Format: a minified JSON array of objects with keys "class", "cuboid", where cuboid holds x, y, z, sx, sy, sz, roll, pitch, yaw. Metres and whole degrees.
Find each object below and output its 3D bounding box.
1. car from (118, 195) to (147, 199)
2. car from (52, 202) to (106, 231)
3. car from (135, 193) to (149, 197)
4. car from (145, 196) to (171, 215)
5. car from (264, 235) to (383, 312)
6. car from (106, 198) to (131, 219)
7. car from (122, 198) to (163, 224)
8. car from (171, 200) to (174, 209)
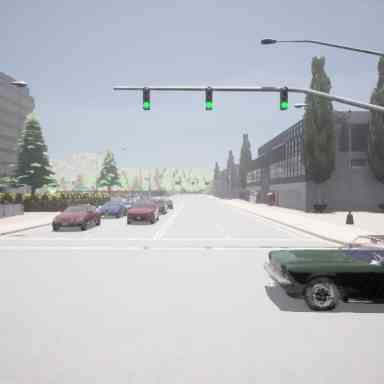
[{"class":"car","cuboid":[-7.049,1.491,39.040,2.128,1.511,4.902,0,0,0]},{"class":"car","cuboid":[-7.077,1.526,20.870,1.812,1.442,4.674,0,0,0]},{"class":"car","cuboid":[-7.011,1.352,49.317,2.097,1.767,4.553,0,0,0]},{"class":"car","cuboid":[-3.558,1.505,34.349,1.837,1.490,4.892,0,0,0]},{"class":"car","cuboid":[3.986,1.601,7.047,4.718,1.301,1.895,0,0,1]},{"class":"car","cuboid":[-7.064,1.526,29.776,1.812,1.442,4.674,0,0,0]},{"class":"car","cuboid":[-3.571,1.478,24.853,1.882,1.535,5.008,0,0,0]},{"class":"car","cuboid":[-3.527,1.564,44.225,1.994,1.385,4.181,0,0,1]}]
